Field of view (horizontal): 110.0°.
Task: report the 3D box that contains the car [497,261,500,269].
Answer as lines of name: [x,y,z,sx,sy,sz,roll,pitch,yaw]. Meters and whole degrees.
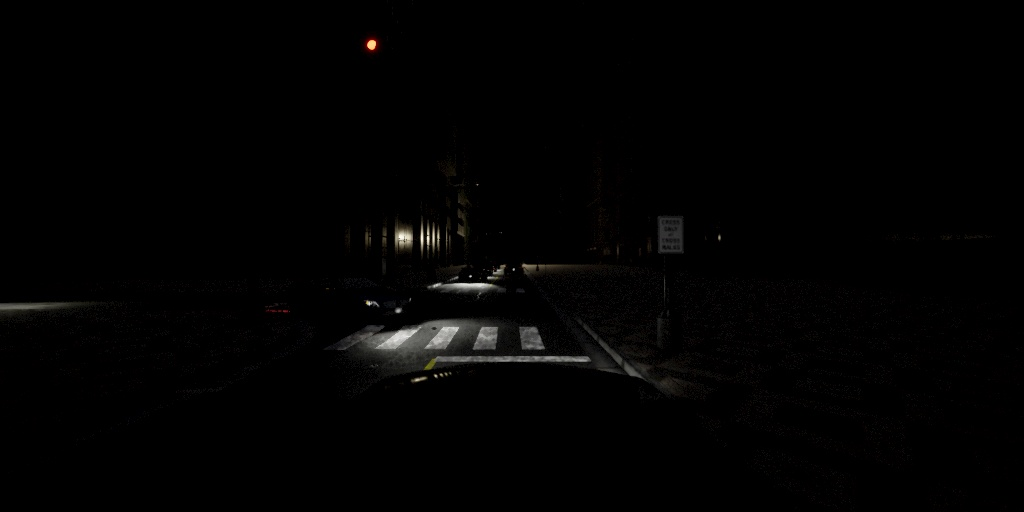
car: [-2.973,1.321,47.594,1.837,1.490,4.892,0,0,0]

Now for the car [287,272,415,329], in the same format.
car: [-5.165,1.236,11.259,4.674,1.442,1.812,1,-1,31]

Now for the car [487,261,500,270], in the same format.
car: [-2.904,1.459,57.820,1.895,1.301,4.718,0,0,1]

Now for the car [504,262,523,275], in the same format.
car: [0.193,1.350,38.743,1.994,1.385,4.181,0,0,0]

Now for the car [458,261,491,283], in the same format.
car: [-3.022,1.327,28.420,1.994,1.385,4.181,0,0,1]

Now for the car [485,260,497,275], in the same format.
car: [-3.006,1.331,37.741,2.033,1.411,5.357,0,0,0]

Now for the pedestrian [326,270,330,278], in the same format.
pedestrian: [-9.962,0.974,19.605,0.375,1.860,0.375,0,-1,0]
